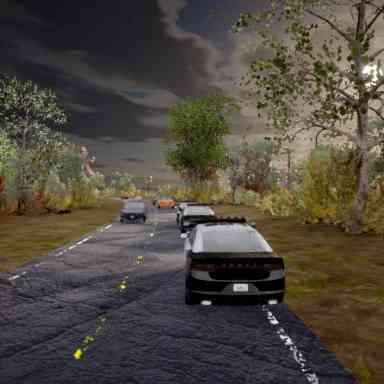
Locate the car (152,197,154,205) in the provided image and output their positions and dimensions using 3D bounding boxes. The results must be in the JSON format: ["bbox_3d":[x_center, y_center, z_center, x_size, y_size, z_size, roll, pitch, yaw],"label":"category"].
[{"bbox_3d":[-5.852,1.346,57.962,2.097,1.767,4.553,0,0,-12],"label":"car"}]

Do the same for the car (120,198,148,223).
[{"bbox_3d":[-4.419,1.476,25.795,1.882,1.535,5.008,0,0,-5],"label":"car"}]

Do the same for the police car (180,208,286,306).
[{"bbox_3d":[0.746,1.425,8.252,1.930,1.638,5.238,0,0,-2],"label":"police car"}]

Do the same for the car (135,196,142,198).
[{"bbox_3d":[-10.018,1.520,62.384,1.812,1.442,4.674,0,0,-13],"label":"car"}]

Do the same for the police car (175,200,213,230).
[{"bbox_3d":[0.244,1.424,18.319,1.930,1.638,5.238,0,0,-4],"label":"police car"}]

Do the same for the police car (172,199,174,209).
[{"bbox_3d":[-0.218,1.423,24.349,1.930,1.638,5.238,0,0,-5],"label":"police car"}]

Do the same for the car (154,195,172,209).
[{"bbox_3d":[-3.680,1.348,45.664,2.097,1.767,4.553,0,0,-9],"label":"car"}]
